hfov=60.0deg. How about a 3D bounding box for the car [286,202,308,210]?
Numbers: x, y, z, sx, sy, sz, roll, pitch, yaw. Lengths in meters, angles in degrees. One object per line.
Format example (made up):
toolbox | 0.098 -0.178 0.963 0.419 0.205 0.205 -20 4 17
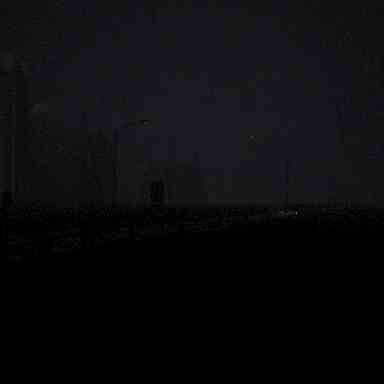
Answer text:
car | 15.406 2.093 49.031 1.895 1.301 4.718 1 0 36
